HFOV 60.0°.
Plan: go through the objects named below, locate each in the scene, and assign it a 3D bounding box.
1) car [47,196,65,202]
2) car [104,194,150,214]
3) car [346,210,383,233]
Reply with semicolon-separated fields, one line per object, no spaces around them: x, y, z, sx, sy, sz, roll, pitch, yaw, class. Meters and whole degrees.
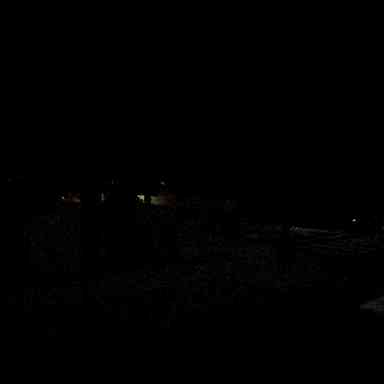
-19.100;1.274;46.392;1.812;1.442;4.674;1;0;-37;car
-5.748;1.210;28.819;2.150;2.045;5.566;1;0;-37;car
11.377;1.627;18.659;4.902;1.511;2.128;0;1;28;car
